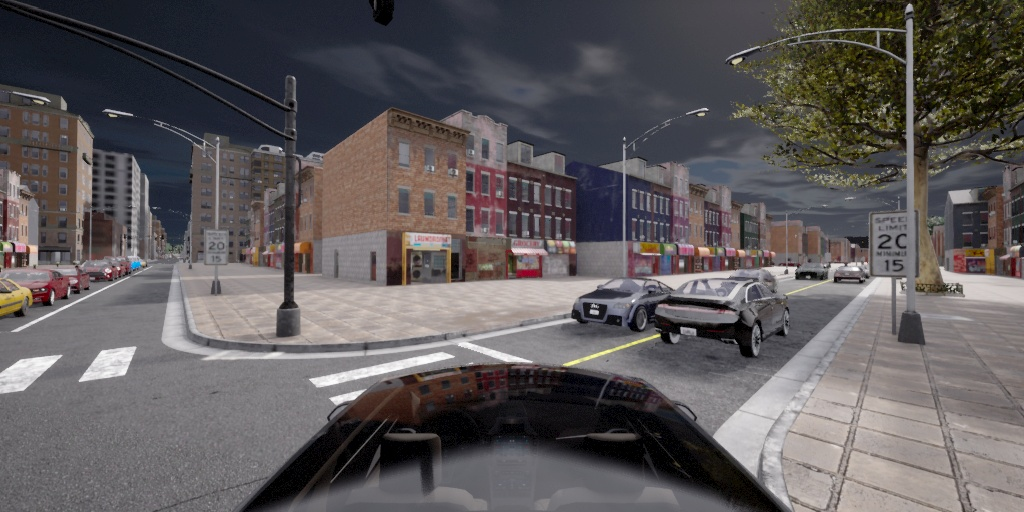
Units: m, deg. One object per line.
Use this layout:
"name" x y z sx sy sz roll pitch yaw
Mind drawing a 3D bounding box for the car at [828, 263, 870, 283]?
"car" 29.308 1.551 31.117 5.357 1.411 2.033 1 -1 -43

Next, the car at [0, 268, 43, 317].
"car" -15.167 1.184 9.947 1.751 1.417 4.829 0 0 -43

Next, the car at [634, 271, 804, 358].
"car" 5.234 1.283 8.695 4.902 1.511 2.128 1 -1 -43

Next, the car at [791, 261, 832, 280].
"car" 29.048 1.379 34.729 4.553 1.767 2.097 0 0 -43

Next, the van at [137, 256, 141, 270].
"van" -45.957 0.914 42.780 1.690 1.789 3.998 0 0 -43

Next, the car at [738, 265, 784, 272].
"car" 13.617 1.440 20.435 5.357 1.411 2.033 1 -1 -43

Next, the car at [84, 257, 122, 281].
"car" -30.620 1.046 26.425 1.967 1.591 4.097 0 0 -43

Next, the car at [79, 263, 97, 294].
"car" -22.951 1.211 18.248 1.802 1.307 4.207 0 0 -43

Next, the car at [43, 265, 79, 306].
"car" -19.117 1.189 14.159 1.888 1.381 4.507 0 0 -43

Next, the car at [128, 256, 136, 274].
"car" -38.288 0.903 34.603 2.192 1.841 5.009 0 0 -43

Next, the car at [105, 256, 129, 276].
"car" -34.454 1.037 30.514 1.967 1.591 4.097 0 0 -43

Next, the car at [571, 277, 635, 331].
"car" 3.709 1.368 11.170 4.181 1.385 1.994 1 -1 -43
